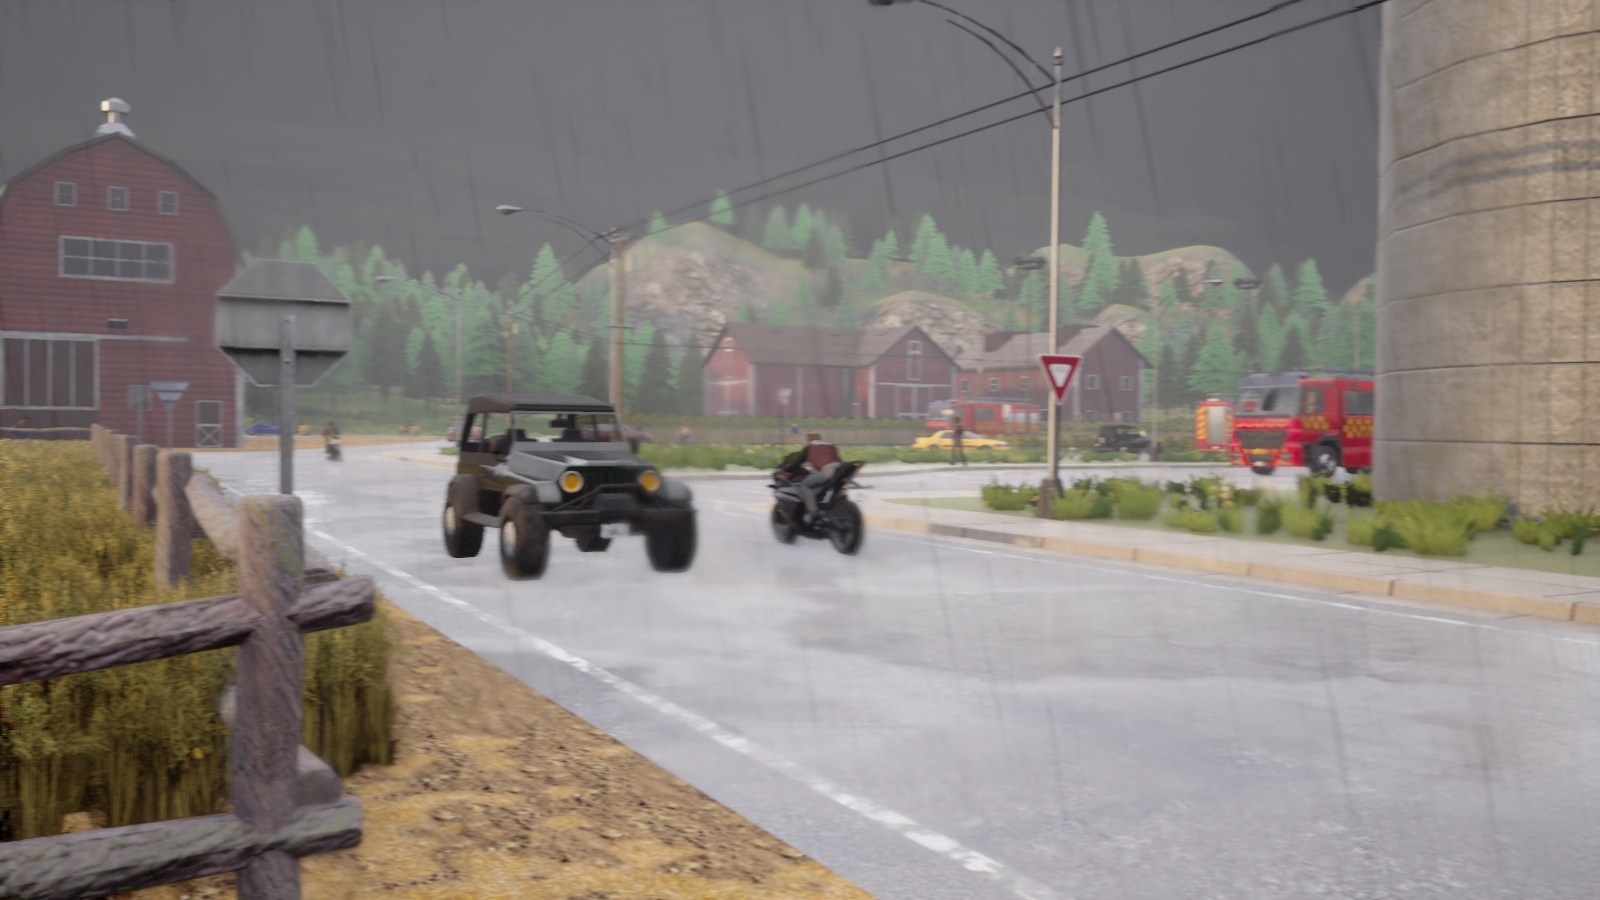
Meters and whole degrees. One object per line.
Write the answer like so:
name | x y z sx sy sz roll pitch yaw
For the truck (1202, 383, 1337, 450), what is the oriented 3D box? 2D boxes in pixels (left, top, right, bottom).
truck | 28.298 -2.040 75.599 8.468 3.827 2.891 -1 1 -30

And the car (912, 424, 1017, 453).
car | 8.979 -0.621 68.713 5.366 1.575 1.801 0 1 26

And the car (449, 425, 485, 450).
car | -24.286 -0.947 91.789 2.097 1.767 4.553 -1 1 -10

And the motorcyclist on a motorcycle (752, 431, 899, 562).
motorcyclist on a motorcycle | 0.279 0.535 15.921 0.866 1.530 2.191 -1 1 -29

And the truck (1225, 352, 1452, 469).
truck | 19.083 -1.373 44.306 8.468 3.827 2.891 -1 1 -30

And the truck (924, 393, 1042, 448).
truck | 13.287 -2.178 91.016 8.468 3.827 2.891 -1 1 -29

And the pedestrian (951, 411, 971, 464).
pedestrian | 5.870 -0.449 45.719 0.402 1.930 0.666 0 1 41

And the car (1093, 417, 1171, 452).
car | 18.524 -0.882 70.103 3.866 1.878 1.905 -1 1 -26

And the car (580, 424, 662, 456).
car | -10.556 -0.607 73.886 4.553 1.767 2.097 -1 1 -15

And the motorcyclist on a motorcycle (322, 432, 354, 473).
motorcyclist on a motorcycle | -17.419 0.077 47.321 0.797 1.523 2.044 -1 1 -29

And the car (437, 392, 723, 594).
car | -2.557 0.363 13.819 1.905 1.878 3.866 -1 1 -29
